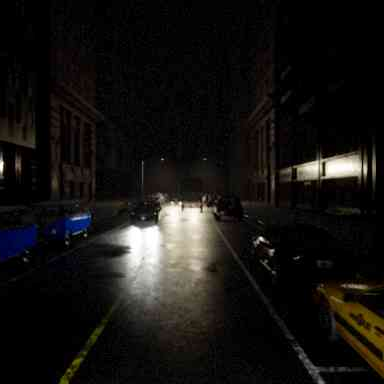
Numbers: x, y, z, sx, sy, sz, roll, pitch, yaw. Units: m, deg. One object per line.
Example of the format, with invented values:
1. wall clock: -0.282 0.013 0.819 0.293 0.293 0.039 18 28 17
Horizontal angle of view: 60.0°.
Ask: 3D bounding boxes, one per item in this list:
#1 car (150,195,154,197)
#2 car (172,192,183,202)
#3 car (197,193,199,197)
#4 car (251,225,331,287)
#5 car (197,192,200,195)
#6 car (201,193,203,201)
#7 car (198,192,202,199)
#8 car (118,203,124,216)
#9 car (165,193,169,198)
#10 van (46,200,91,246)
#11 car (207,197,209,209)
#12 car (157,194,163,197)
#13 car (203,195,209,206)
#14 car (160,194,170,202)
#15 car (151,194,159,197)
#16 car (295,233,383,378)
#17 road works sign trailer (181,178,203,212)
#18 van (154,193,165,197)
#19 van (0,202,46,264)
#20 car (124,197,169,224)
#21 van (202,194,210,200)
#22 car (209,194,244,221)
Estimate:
1. car: -5.761 1.394 37.092 2.008 1.369 4.403 0 0 0
2. car: -3.012 1.237 65.574 1.837 1.490 4.892 0 0 1
3. car: 2.766 1.278 76.427 1.802 1.307 4.206 0 0 0
4. car: 2.764 1.525 9.002 1.947 1.339 4.313 0 0 0
5. car: 2.766 1.201 82.215 1.752 1.417 4.829 0 0 0
6. car: 2.765 1.283 59.741 1.752 1.417 4.829 0 0 0
7. car: 2.766 1.298 70.809 1.802 1.307 4.206 0 0 0
8. car: -5.761 1.391 31.297 1.752 1.417 4.829 0 0 0
9. car: -5.760 1.309 59.559 2.008 1.369 4.403 0 0 0
10. van: -5.761 1.276 14.612 1.690 1.788 3.998 0 0 0
11. car: 2.764 1.416 31.477 2.008 1.369 4.403 0 0 0
12. car: -5.760 1.345 48.322 1.887 1.381 4.507 0 0 0
13. car: 2.765 1.372 42.714 2.008 1.369 4.403 0 0 0
14. car: -5.759 1.243 70.626 1.752 1.417 4.829 0 0 0
15. car: -5.760 1.366 42.704 1.887 1.381 4.507 0 0 0
16. car: 2.764 1.509 3.554 1.752 1.417 4.829 0 0 0
17. road works sign trailer: 0.002 0.311 36.077 2.380 3.560 2.880 0 0 0
18. van: -5.760 1.121 53.940 1.690 1.788 3.998 0 0 0
19. van: -5.761 1.301 8.993 1.690 1.788 3.998 0 0 0
20. car: -3.097 1.389 23.554 2.128 1.511 4.902 0 0 0
21. van: 2.765 1.141 48.332 1.690 1.788 3.998 0 0 0
22. car: 2.764 1.203 25.858 2.192 1.841 5.009 0 0 0
